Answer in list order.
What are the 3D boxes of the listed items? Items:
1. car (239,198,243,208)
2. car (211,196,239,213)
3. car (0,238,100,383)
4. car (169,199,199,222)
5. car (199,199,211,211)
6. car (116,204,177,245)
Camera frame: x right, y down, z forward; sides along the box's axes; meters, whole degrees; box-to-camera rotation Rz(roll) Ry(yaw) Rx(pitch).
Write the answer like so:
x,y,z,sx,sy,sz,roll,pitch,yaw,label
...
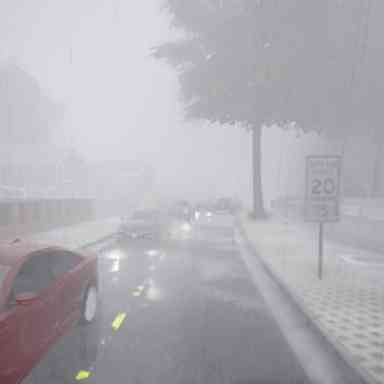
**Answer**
x,y,z,sx,sy,sz,roll,pitch,yaw,label
6.176,1.373,48.337,2.097,1.767,4.553,1,0,15,car
3.782,1.382,37.828,2.097,1.767,4.553,1,0,12,car
-2.686,1.471,4.235,1.882,1.535,5.008,0,0,2,car
-0.955,1.352,26.047,2.097,1.767,4.553,0,0,8,car
1.664,1.600,41.245,1.895,1.301,4.718,1,0,12,car
-2.092,1.498,15.596,1.837,1.490,4.892,0,0,5,car
